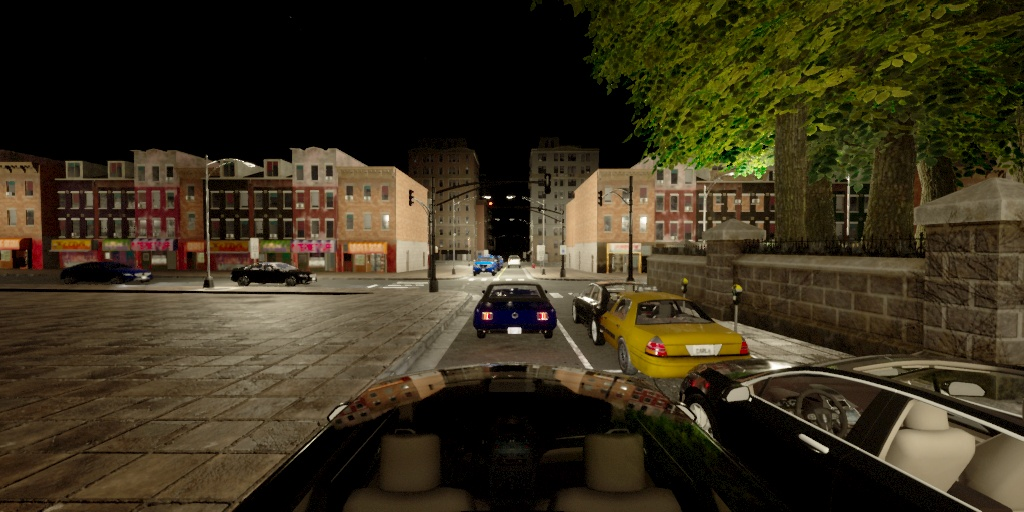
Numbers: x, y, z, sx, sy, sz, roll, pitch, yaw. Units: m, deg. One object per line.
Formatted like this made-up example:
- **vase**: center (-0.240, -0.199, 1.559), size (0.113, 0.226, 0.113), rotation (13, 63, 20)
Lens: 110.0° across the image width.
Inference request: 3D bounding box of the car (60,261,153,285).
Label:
- **car**: center (-25.703, 1.076, 22.773), size (4.674, 1.442, 1.812), rotation (1, 1, 0)

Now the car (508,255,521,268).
- **car**: center (0.408, 1.005, 63.520), size (2.150, 2.045, 5.566), rotation (0, 0, 0)

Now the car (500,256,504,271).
- **car**: center (-2.645, 0.988, 47.873), size (2.150, 2.045, 5.566), rotation (0, 0, 1)

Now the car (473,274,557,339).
- **car**: center (0.076, 1.348, 10.086), size (1.895, 1.301, 4.718), rotation (0, 0, 0)

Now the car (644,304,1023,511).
- **car**: center (2.637, 1.300, 2.146), size (2.007, 1.370, 4.403), rotation (0, 0, 0)

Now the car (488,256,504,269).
- **car**: center (-2.553, 0.999, 58.546), size (2.150, 2.045, 5.566), rotation (0, 0, 1)

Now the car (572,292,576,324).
- **car**: center (2.662, 1.298, 9.281), size (2.007, 1.370, 4.403), rotation (0, 0, 0)

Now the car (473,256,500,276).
- **car**: center (-2.744, 0.978, 37.261), size (2.150, 2.045, 5.566), rotation (0, 0, 0)

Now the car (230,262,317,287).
- **car**: center (-15.025, 1.159, 22.748), size (4.902, 1.511, 2.128), rotation (1, 1, 0)

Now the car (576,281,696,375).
- **car**: center (2.687, 1.273, 7.307), size (1.751, 1.417, 4.829), rotation (0, 0, 0)
